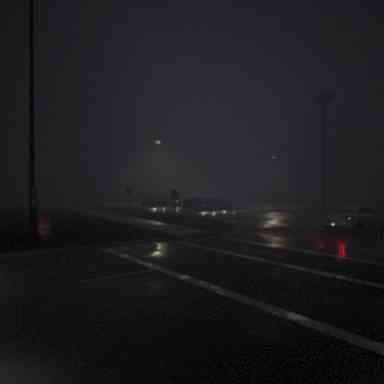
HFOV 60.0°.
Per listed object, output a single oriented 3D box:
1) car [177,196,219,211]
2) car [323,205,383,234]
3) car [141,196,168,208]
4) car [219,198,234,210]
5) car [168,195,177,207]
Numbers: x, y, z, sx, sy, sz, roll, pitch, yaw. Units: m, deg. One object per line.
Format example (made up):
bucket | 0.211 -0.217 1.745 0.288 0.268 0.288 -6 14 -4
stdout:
car | 0.606 1.448 39.250 1.837 1.490 4.892 0 0 -35
car | 9.373 1.480 19.004 4.674 1.442 1.812 0 0 -35
car | -5.846 1.444 48.595 1.837 1.490 4.892 0 1 -34
car | 3.181 1.439 41.687 1.837 1.490 4.892 0 0 -35
car | -2.573 1.286 50.012 2.097 1.767 4.553 0 0 -34
